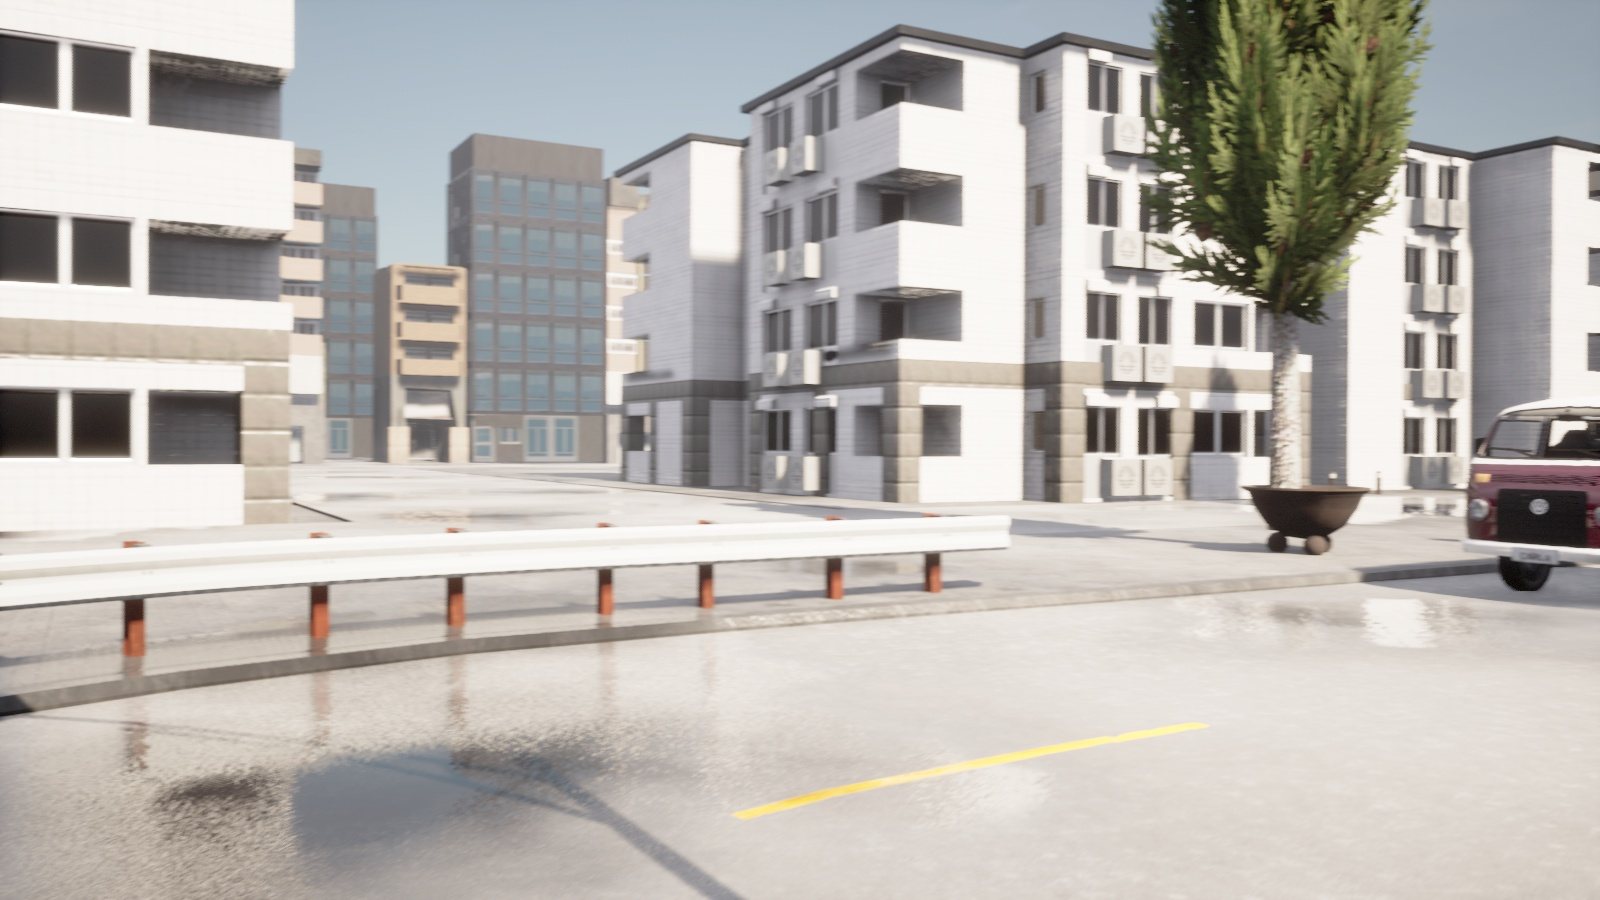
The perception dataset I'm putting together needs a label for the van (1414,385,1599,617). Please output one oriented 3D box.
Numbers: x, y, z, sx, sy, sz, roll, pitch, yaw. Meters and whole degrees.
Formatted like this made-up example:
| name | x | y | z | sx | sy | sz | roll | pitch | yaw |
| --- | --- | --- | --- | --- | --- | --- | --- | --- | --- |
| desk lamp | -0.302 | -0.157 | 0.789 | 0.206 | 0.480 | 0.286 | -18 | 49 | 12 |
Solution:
| name | x | y | z | sx | sy | sz | roll | pitch | yaw |
| --- | --- | --- | --- | --- | --- | --- | --- | --- | --- |
| van | 8.613 | 0.449 | 12.766 | 4.480 | 2.038 | 2.069 | 0 | 0 | -30 |
